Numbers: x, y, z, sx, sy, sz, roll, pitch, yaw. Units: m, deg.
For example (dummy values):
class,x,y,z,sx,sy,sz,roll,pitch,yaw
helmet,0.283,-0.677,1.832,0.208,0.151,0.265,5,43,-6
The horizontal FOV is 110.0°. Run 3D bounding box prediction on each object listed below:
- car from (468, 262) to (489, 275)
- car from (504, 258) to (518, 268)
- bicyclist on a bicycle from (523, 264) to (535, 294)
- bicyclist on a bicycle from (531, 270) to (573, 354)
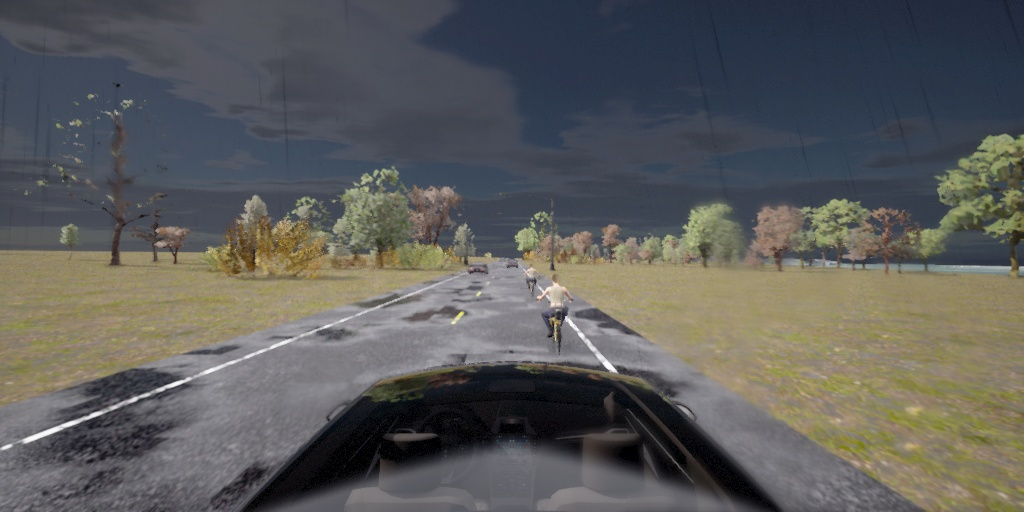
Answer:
class,x,y,z,sx,sy,sz,roll,pitch,yaw
car,-3.597,1.320,38.998,1.994,1.385,4.181,0,0,0
car,0.102,1.305,61.846,2.033,1.411,5.357,0,0,0
bicyclist on a bicycle,0.981,1.189,17.919,0.866,1.612,1.509,0,0,0
bicyclist on a bicycle,0.945,1.188,7.800,0.866,1.612,1.509,0,0,0
